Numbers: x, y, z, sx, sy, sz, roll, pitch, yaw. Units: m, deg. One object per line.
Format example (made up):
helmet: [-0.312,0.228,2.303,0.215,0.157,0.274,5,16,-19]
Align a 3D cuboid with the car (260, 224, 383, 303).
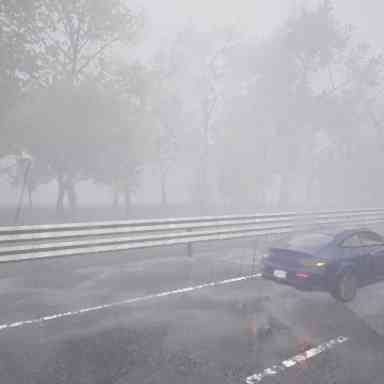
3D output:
car: [3.707,1.528,8.198,4.674,1.442,1.812,0,0,-35]
